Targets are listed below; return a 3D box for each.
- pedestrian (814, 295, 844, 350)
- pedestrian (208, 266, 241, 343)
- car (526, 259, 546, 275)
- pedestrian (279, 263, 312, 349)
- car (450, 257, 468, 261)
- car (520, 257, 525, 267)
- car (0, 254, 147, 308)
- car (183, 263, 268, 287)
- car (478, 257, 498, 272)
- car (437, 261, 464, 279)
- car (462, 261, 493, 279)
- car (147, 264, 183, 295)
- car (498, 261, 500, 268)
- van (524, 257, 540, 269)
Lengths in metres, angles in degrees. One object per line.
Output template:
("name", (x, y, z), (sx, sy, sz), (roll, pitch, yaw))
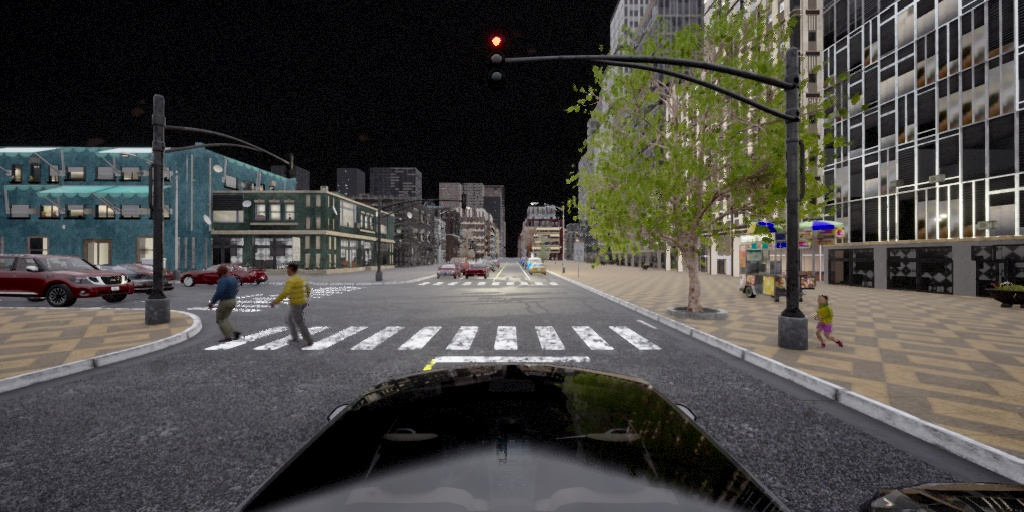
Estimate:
("pedestrian", (6.161, 1.272, 7.037), (0.500, 1.100, 0.500), (0, 0, 0))
("pedestrian", (-6.581, 1.044, 8.247), (0.375, 1.860, 0.375), (0, 0, 0))
("car", (2.718, 1.279, 38.270), (1.751, 1.417, 4.829), (0, 0, 0))
("pedestrian", (-4.674, 1.044, 7.761), (0.375, 1.860, 0.375), (0, 0, 0))
("car", (-5.662, 1.069, 38.104), (2.192, 1.841, 5.009), (0, 0, 0))
("car", (2.730, 1.307, 54.753), (2.007, 1.370, 4.403), (0, 0, 0))
("car", (-17.150, 0.850, 13.173), (5.009, 1.841, 2.192), (0, 0, -1))
("car", (-17.262, 1.122, 21.552), (4.507, 1.381, 1.888), (0, 0, -1))
("car", (-3.062, 1.259, 45.477), (1.837, 1.490, 4.892), (0, 0, 0))
("car", (-5.666, 1.335, 32.553), (1.802, 1.307, 4.207), (0, 0, 0))
("car", (-3.075, 1.354, 32.417), (1.895, 1.301, 4.718), (0, 0, 0))
("car", (-18.228, 1.083, 15.751), (5.357, 1.411, 2.033), (1, 0, -1))
("car", (-3.030, 1.284, 59.205), (1.812, 1.442, 4.674), (0, 0, 0))
("van", (2.722, 1.096, 43.651), (1.690, 1.789, 3.998), (0, 0, 0))
